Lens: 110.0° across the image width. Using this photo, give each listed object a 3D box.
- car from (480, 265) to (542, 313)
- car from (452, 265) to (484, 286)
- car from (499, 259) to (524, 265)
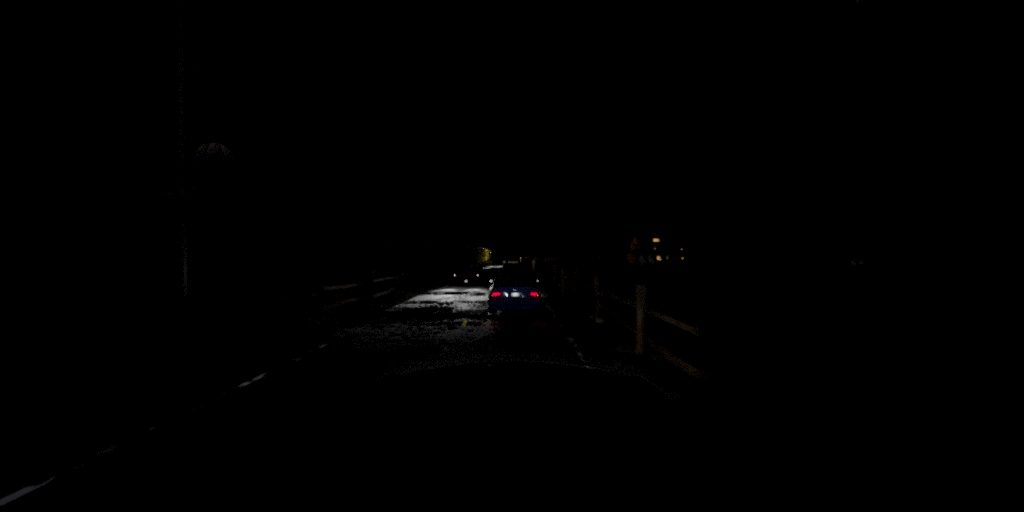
[{"bbox_3d":[0.094,1.249,13.786,2.033,1.411,5.357,0,0,0],"label":"car"},{"bbox_3d":[-2.851,1.263,24.565,1.895,1.301,4.718,0,0,0],"label":"car"},{"bbox_3d":[0.098,1.120,34.042,2.128,1.511,4.902,0,0,0],"label":"car"}]
